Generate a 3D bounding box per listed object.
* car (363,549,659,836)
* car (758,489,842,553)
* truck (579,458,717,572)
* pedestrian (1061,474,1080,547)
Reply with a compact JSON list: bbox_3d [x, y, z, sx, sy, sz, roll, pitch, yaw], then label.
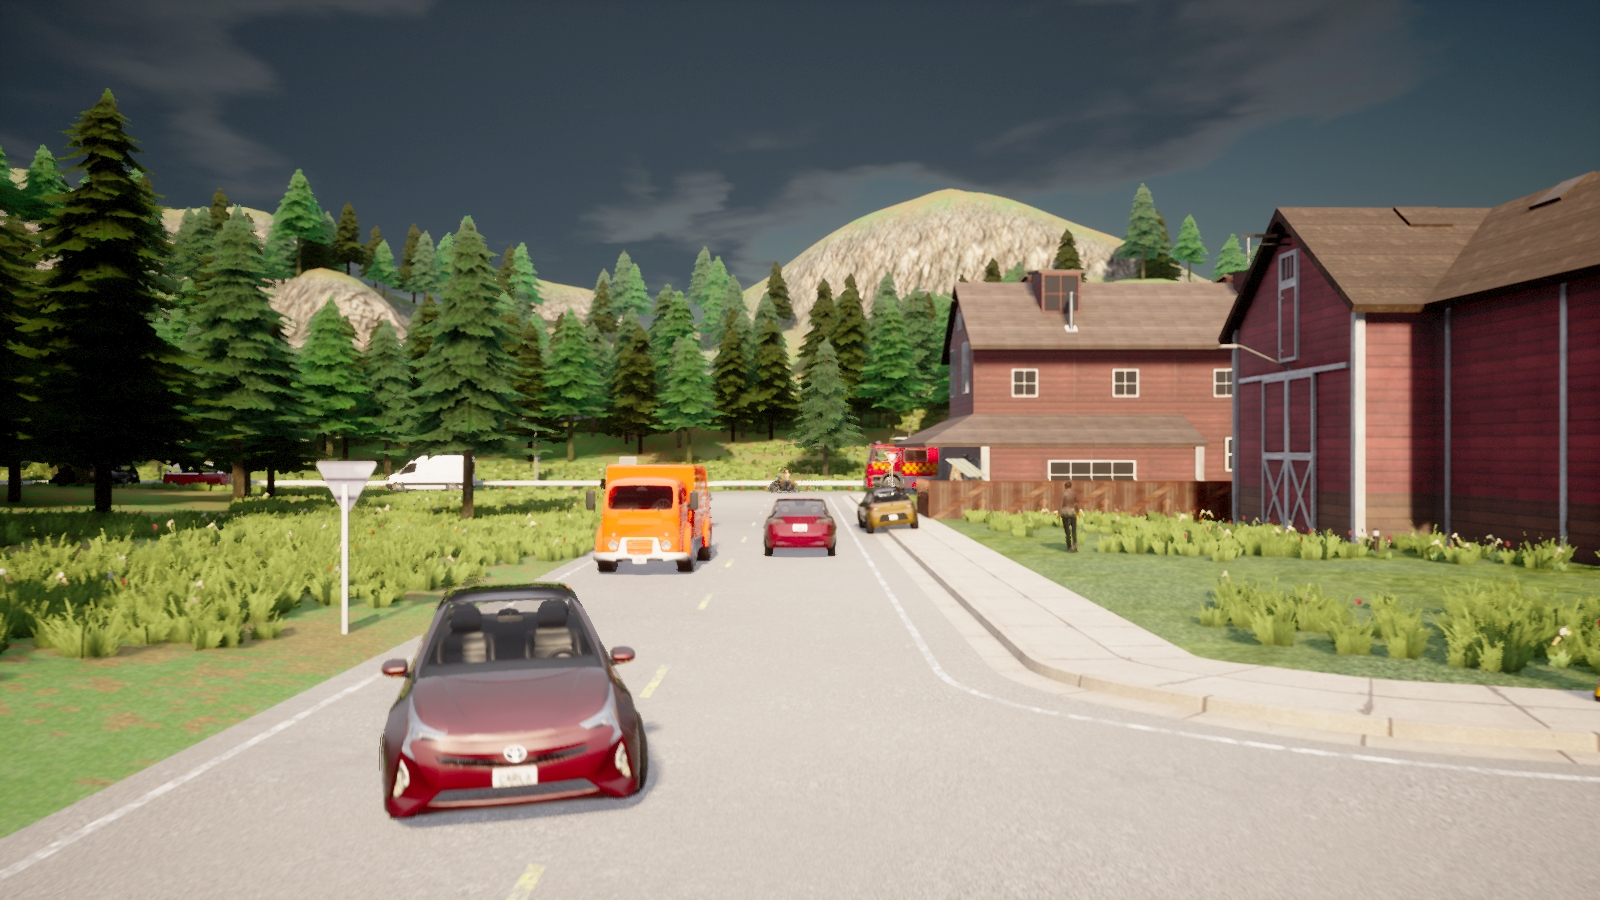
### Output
[{"bbox_3d":[-2.586,1.872,10.262,2.007,1.525,4.514,-1,0,-15],"label":"car"},{"bbox_3d":[0.002,1.922,31.987,2.163,1.488,4.792,0,0,0],"label":"car"},{"bbox_3d":[-3.497,1.431,27.475,2.627,2.467,5.204,0,0,0],"label":"truck"},{"bbox_3d":[6.939,1.541,29.346,0.375,1.860,0.375,0,0,-6],"label":"pedestrian"}]
